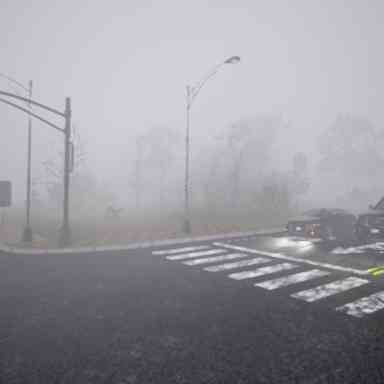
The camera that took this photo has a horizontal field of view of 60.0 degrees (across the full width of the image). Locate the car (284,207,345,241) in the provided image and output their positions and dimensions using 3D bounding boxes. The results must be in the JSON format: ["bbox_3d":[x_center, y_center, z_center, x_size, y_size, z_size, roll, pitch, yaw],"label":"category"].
[{"bbox_3d":[6.454,1.465,16.268,4.181,1.385,1.994,0,0,-36],"label":"car"}]

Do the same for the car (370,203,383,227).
[{"bbox_3d":[13.980,1.397,21.634,5.357,1.411,2.033,0,0,-35],"label":"car"}]

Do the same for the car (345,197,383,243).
[{"bbox_3d":[9.213,1.117,14.245,5.566,2.045,2.150,0,0,-35],"label":"car"}]
